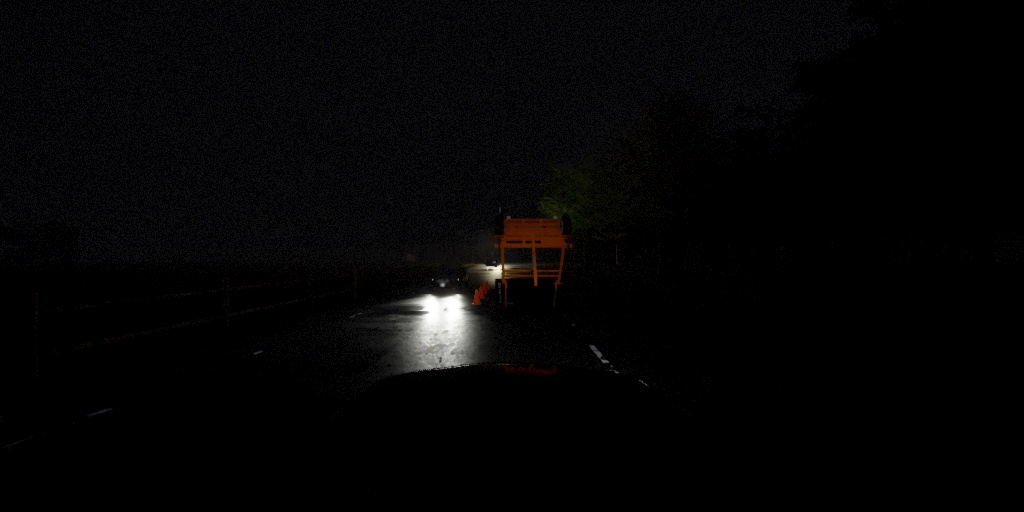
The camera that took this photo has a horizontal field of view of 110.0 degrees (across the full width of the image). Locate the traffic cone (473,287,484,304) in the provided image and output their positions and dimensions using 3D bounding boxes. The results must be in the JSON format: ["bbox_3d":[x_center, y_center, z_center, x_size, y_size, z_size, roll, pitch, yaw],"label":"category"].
[{"bbox_3d":[-1.462,1.694,14.909,0.340,0.580,0.340,0,0,0],"label":"traffic cone"}]

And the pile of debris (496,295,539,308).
[{"bbox_3d":[0.022,1.904,14.912,1.860,0.140,1.500,0,0,0],"label":"pile of debris"}]

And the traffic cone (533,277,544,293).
[{"bbox_3d":[1.545,1.688,20.903,0.340,0.580,0.340,0,0,0],"label":"traffic cone"}]

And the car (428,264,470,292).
[{"bbox_3d":[-3.564,1.224,20.914,2.128,1.511,4.902,0,0,0],"label":"car"}]

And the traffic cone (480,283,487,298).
[{"bbox_3d":[-1.459,1.692,16.908,0.340,0.580,0.340,0,0,0],"label":"traffic cone"}]

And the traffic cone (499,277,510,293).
[{"bbox_3d":[-0.453,1.688,20.906,0.340,0.580,0.340,0,0,0],"label":"traffic cone"}]

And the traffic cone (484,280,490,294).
[{"bbox_3d":[-1.455,1.690,18.909,0.340,0.580,0.340,0,0,0],"label":"traffic cone"}]

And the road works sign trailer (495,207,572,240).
[{"bbox_3d":[0.629,-2.366,10.118,2.380,3.560,2.880,0,0,0],"label":"road works sign trailer"}]

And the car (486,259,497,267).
[{"bbox_3d":[-3.475,1.212,61.661,2.033,1.411,5.357,0,0,0],"label":"car"}]

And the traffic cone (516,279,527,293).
[{"bbox_3d":[0.546,1.688,20.905,0.340,0.580,0.340,0,0,0],"label":"traffic cone"}]
